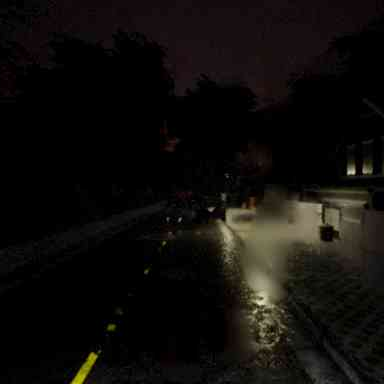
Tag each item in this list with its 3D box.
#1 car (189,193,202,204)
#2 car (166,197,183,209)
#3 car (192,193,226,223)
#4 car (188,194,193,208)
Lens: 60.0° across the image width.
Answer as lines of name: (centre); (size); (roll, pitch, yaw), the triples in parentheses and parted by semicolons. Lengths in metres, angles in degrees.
car: (0.624, 1.104, 58.418); (2.097, 1.767, 4.553); (0, 0, 1)
car: (-2.215, 1.332, 42.620); (1.812, 1.442, 4.674); (0, 0, 1)
car: (1.273, 1.196, 24.163); (2.097, 1.767, 4.553); (-2, 0, 1)
car: (0.509, 1.311, 44.400); (1.837, 1.490, 4.892); (0, 0, 2)
